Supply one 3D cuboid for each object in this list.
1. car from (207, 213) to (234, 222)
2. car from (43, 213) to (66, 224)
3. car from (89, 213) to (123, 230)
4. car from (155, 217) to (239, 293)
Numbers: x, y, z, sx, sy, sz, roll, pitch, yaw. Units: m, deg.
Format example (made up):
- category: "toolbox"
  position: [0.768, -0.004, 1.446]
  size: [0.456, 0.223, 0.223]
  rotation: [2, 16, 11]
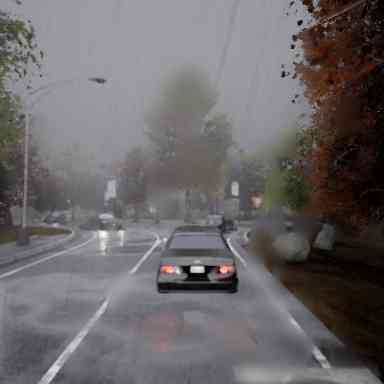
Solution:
- category: "car"
  position: [2.188, 2.444, 27.066]
  size: [2.033, 1.411, 5.357]
  rotation: [-1, -4, 17]
- category: "car"
  position: [-19.442, 3.695, 47.290]
  size: [1.837, 1.490, 4.892]
  rotation: [-1, -4, -1]
- category: "car"
  position: [-7.692, 2.559, 29.210]
  size: [1.812, 1.442, 4.674]
  rotation: [3, -5, -34]
- category: "car"
  position: [0.126, 1.630, 9.071]
  size: [2.033, 1.411, 5.357]
  rotation: [0, -1, 1]
